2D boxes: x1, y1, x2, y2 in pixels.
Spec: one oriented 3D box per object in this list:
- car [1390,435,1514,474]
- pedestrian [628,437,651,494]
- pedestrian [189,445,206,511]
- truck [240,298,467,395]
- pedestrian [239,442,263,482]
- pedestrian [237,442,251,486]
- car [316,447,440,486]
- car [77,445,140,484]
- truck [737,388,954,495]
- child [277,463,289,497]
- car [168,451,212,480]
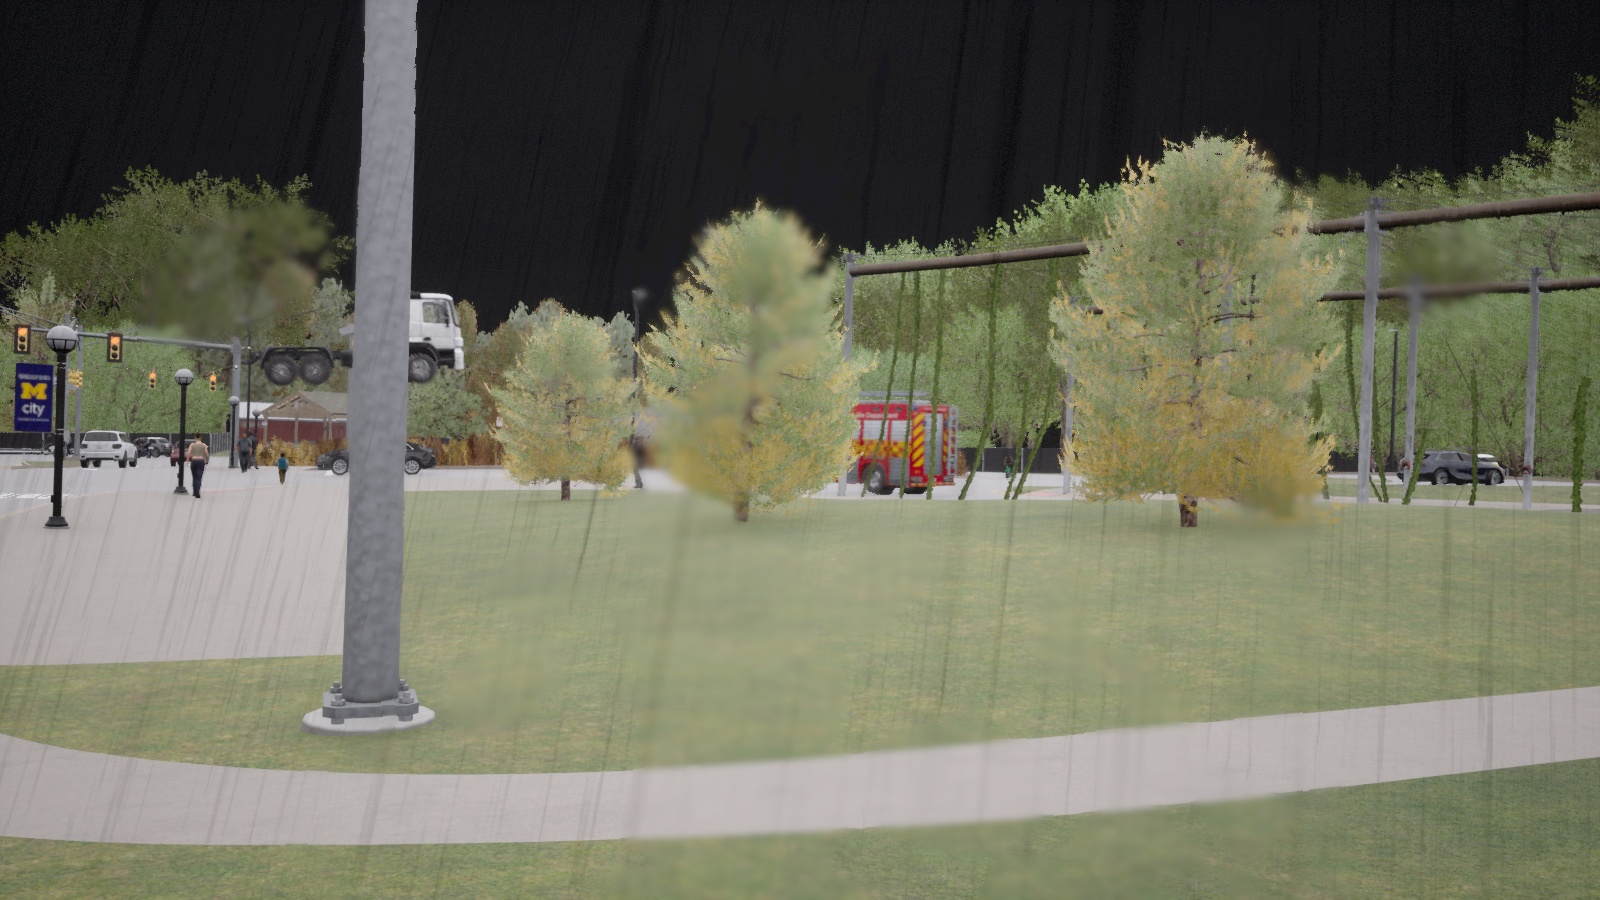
[{"bbox_3d":[28.731,0.191,55.382,4.856,1.649,2.033,0,1,-18],"label":"car"},{"bbox_3d":[-5.306,0.508,41.508,0.376,1.854,0.720,0,1,-44],"label":"pedestrian"},{"bbox_3d":[-16.875,0.772,35.193,0.345,1.836,0.594,1,0,-20],"label":"pedestrian"},{"bbox_3d":[-17.326,-4.057,48.913,7.936,3.462,2.891,-4,4,-22],"label":"truck"},{"bbox_3d":[-25.661,0.556,58.715,0.849,1.883,0.563,1,0,23],"label":"pedestrian"},{"bbox_3d":[-23.770,0.582,53.700,0.540,1.848,0.694,1,0,-23],"label":"pedestrian"},{"bbox_3d":[-18.053,0.697,53.746,4.892,1.490,1.837,-1,1,-20],"label":"car"},{"bbox_3d":[-38.546,0.799,70.137,2.150,2.045,5.566,-1,0,-19],"label":"car"},{"bbox_3d":[1.611,-0.341,48.614,8.468,3.827,2.891,1,1,41],"label":"truck"},{"bbox_3d":[-18.141,1.044,44.060,0.343,1.192,0.448,1,0,-27],"label":"child"},{"bbox_3d":[-36.863,0.901,75.986,1.851,1.617,3.988,-1,1,-19],"label":"car"}]
